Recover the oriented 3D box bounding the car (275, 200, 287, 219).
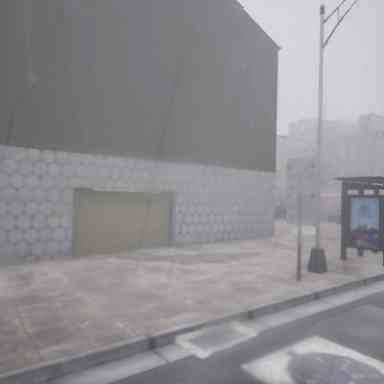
[{"bbox_3d":[9.143,1.651,29.457,2.192,1.841,5.009,2,-1,-36],"label":"car"}]

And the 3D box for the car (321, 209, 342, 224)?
[{"bbox_3d":[12.363,1.870,24.970,1.947,1.339,4.313,1,-2,-36],"label":"car"}]
